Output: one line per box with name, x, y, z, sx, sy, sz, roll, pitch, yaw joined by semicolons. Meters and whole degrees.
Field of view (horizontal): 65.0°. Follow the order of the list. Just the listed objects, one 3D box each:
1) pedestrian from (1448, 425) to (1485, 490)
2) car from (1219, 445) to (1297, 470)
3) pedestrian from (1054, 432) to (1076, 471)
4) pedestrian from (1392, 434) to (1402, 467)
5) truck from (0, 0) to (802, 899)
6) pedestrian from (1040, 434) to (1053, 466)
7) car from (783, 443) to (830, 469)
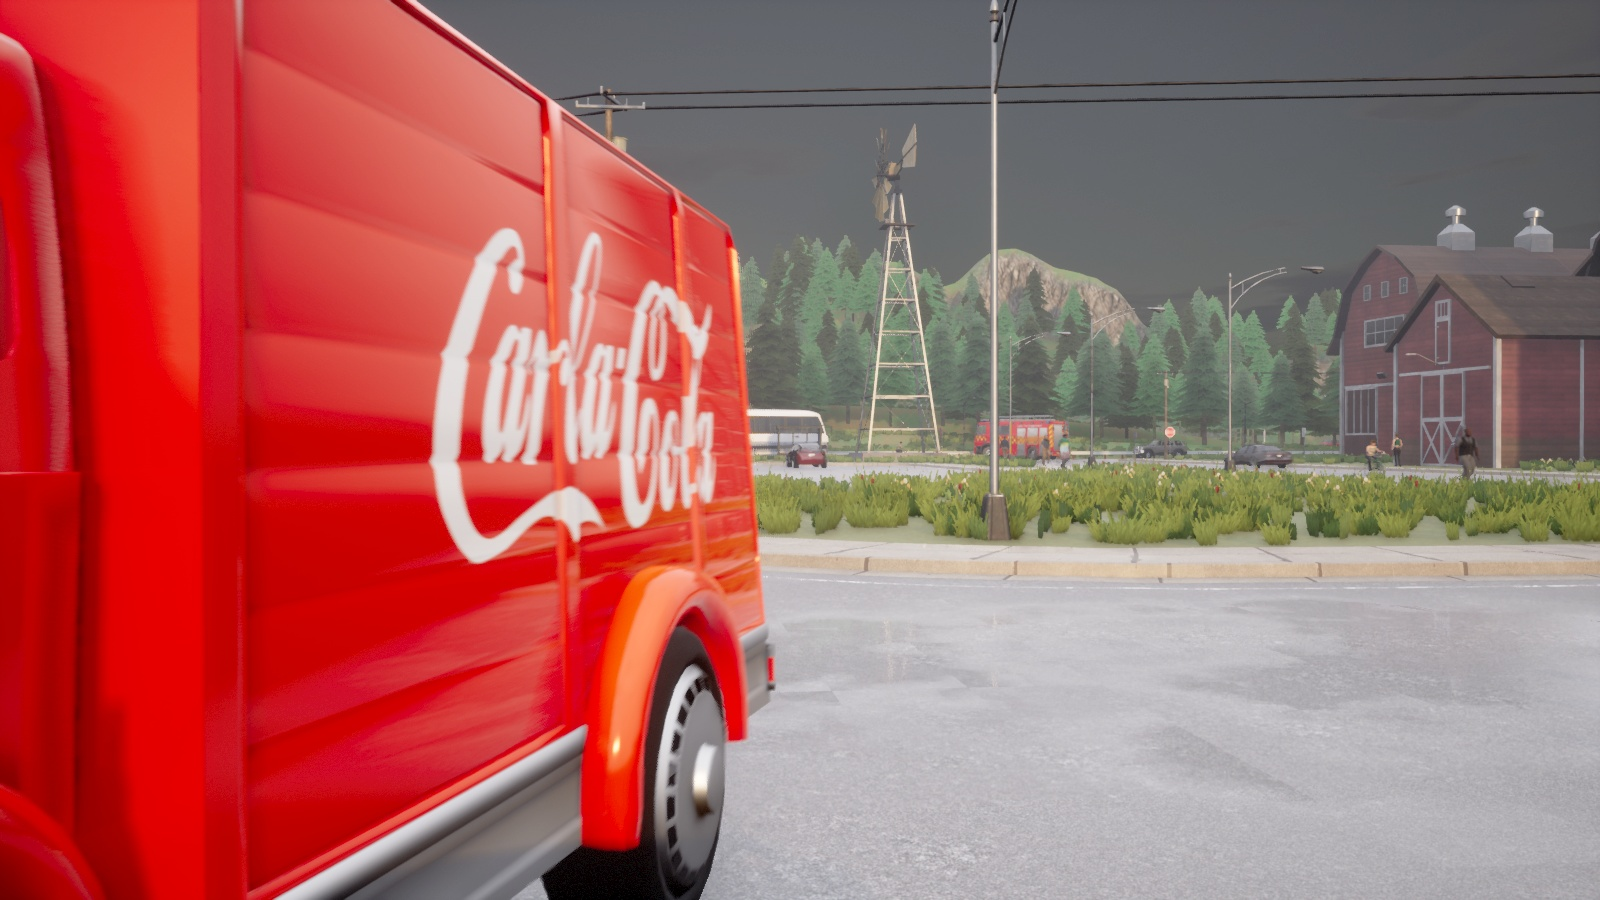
pedestrian;19.624;0.209;36.967;0.563;1.883;0.849;0;0;-8
car;26.685;0.401;73.401;2.033;1.411;5.357;0;0;-8
pedestrian;13.301;0.058;63.079;0.659;1.952;0.873;0;0;-29
pedestrian;32.908;0.032;69.248;0.345;1.836;0.594;0;0;11
truck;-1.794;0.242;2.841;2.627;2.467;5.204;0;0;11
pedestrian;14.297;0.002;72.807;0.540;1.848;0.694;0;0;-10
car;0.349;0.323;75.135;2.163;1.488;4.792;0;0;-8
